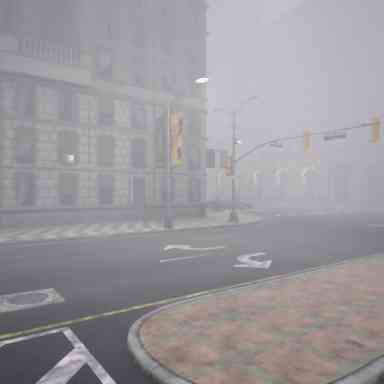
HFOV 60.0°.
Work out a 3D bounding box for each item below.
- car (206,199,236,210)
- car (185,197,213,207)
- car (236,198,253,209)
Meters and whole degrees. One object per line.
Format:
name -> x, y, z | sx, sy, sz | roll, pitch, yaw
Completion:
car -> 3.243, 1.564, 42.879 | 1.994, 1.385, 4.181 | 0, 0, -36
car -> 1.095, 1.505, 51.943 | 1.837, 1.490, 4.892 | 0, 0, -35
car -> 6.185, 1.564, 44.784 | 1.994, 1.385, 4.181 | 0, 0, -36
